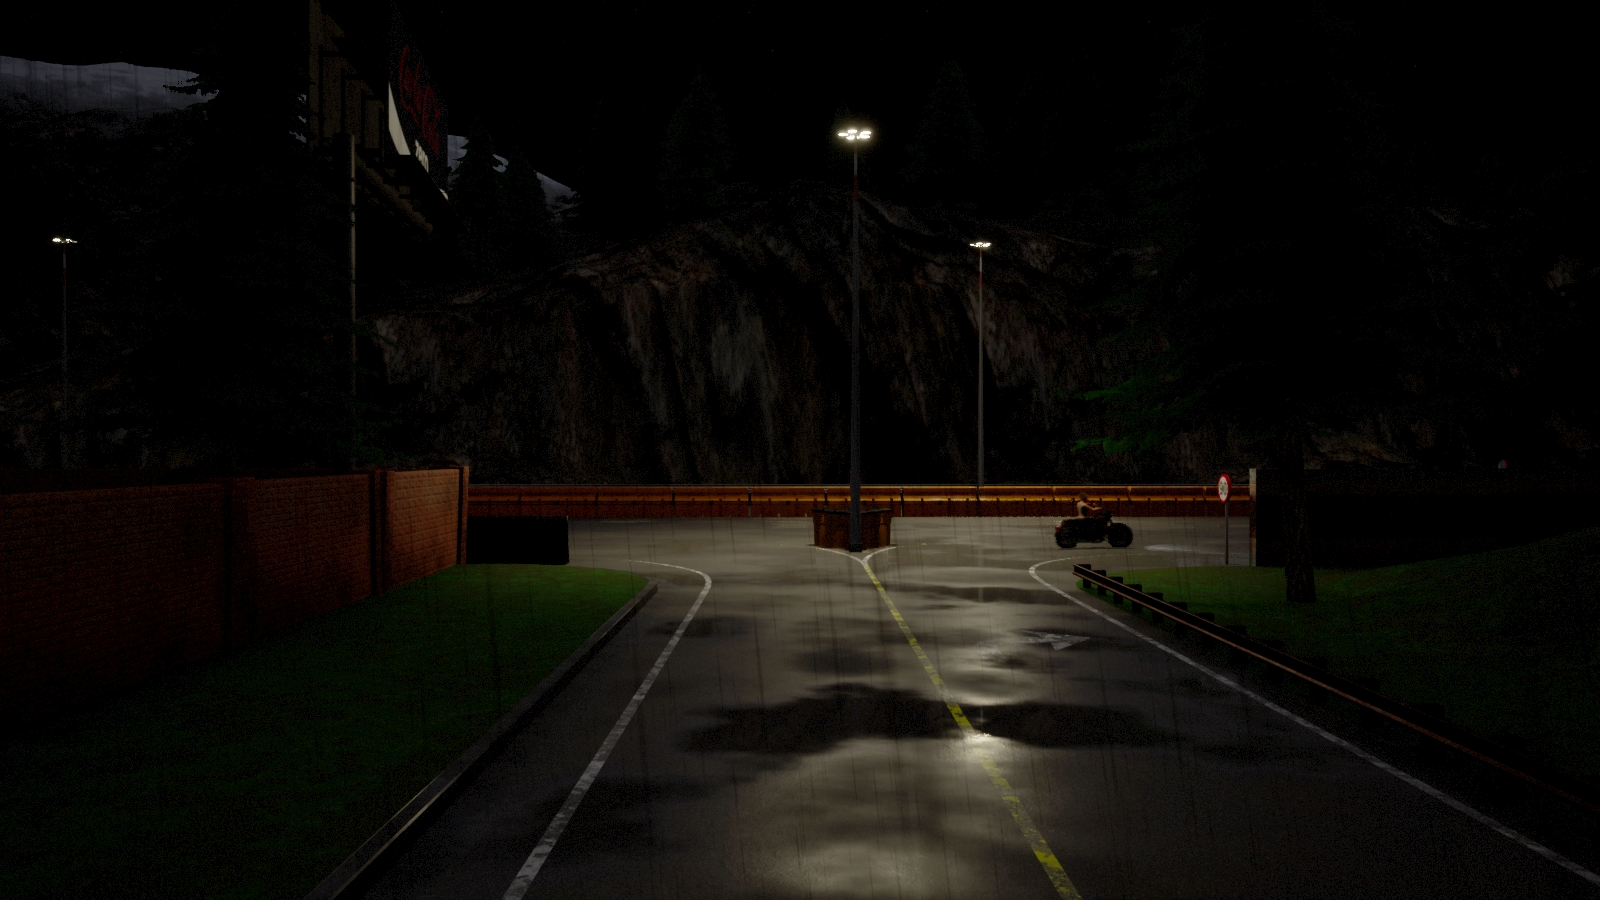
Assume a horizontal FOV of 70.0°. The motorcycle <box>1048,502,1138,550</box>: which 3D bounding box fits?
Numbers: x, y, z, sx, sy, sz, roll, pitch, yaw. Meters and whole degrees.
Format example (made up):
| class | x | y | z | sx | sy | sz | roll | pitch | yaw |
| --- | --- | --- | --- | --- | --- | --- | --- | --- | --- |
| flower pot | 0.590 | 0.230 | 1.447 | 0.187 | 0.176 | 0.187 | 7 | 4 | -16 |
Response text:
| class | x | y | z | sx | sy | sz | roll | pitch | yaw |
| --- | --- | --- | --- | --- | --- | --- | --- | --- | --- |
| motorcycle | 8.389 | 2.170 | 32.732 | 2.356 | 1.277 | 0.764 | 0 | 3 | -13 |
